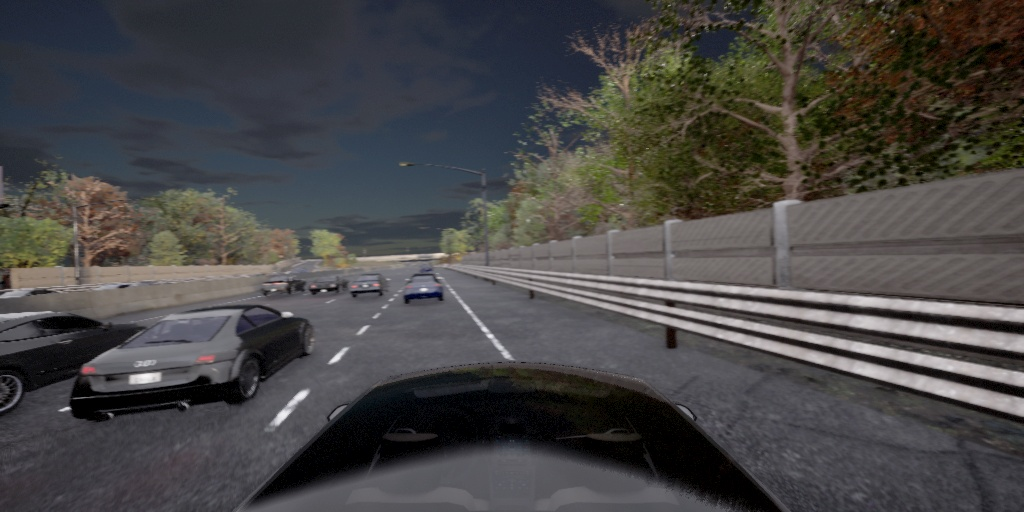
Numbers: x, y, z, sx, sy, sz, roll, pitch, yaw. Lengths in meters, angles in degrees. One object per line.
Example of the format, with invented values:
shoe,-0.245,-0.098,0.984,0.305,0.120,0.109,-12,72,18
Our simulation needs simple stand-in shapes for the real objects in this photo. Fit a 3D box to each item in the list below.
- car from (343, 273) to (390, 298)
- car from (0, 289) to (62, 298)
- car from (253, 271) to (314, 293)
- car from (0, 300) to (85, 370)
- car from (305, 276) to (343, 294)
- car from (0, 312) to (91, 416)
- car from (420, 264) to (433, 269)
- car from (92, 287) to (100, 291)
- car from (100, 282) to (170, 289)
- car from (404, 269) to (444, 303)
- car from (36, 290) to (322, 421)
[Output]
car,-9.238,1.867,23.609,2.033,1.411,5.357,-3,0,-13
car,-35.087,3.142,25.816,1.812,1.442,4.674,-3,0,-13
car,-17.349,2.235,27.573,2.128,1.511,4.902,-3,0,-13
car,-12.609,1.952,7.392,2.033,1.411,5.357,-3,0,-13
car,-13.650,2.158,27.144,1.895,1.301,4.718,-3,0,-13
car,-8.783,1.735,6.393,1.812,1.442,4.674,-3,0,-13
car,-14.502,2.148,60.864,2.097,1.767,4.553,-3,0,-13
car,-32.243,3.018,29.022,1.812,1.442,4.674,-3,0,-13
car,-28.399,2.786,27.926,2.128,1.511,4.902,-3,0,-13
car,-4.754,1.639,19.391,1.994,1.385,4.181,-3,0,-13
car,-5.246,1.598,6.629,1.994,1.385,4.181,-3,0,-13
